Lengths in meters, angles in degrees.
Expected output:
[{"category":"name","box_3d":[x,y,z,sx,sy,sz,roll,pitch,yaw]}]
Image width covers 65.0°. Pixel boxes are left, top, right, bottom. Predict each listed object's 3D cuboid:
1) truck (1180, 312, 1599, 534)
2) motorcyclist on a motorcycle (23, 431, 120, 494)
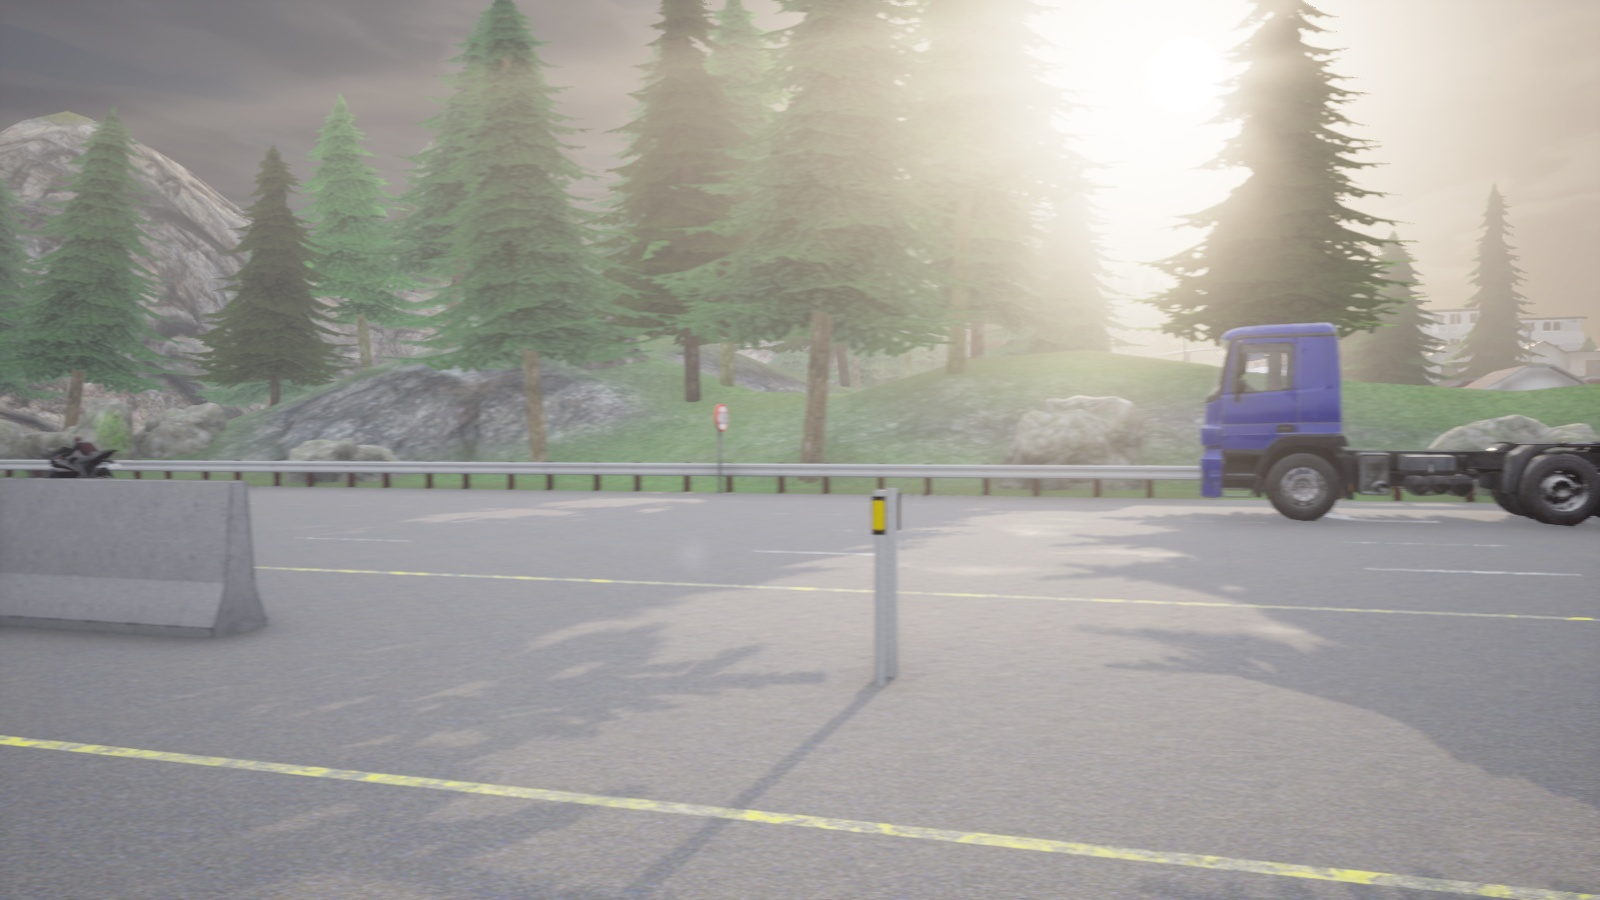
[{"category":"truck","box_3d":[10.776,-0.462,21.709,7.936,3.462,2.891,1,1,19]},{"category":"motorcyclist on a motorcycle","box_3d":[-18.271,0.287,31.498,2.191,1.530,0.866,1,1,19]}]
